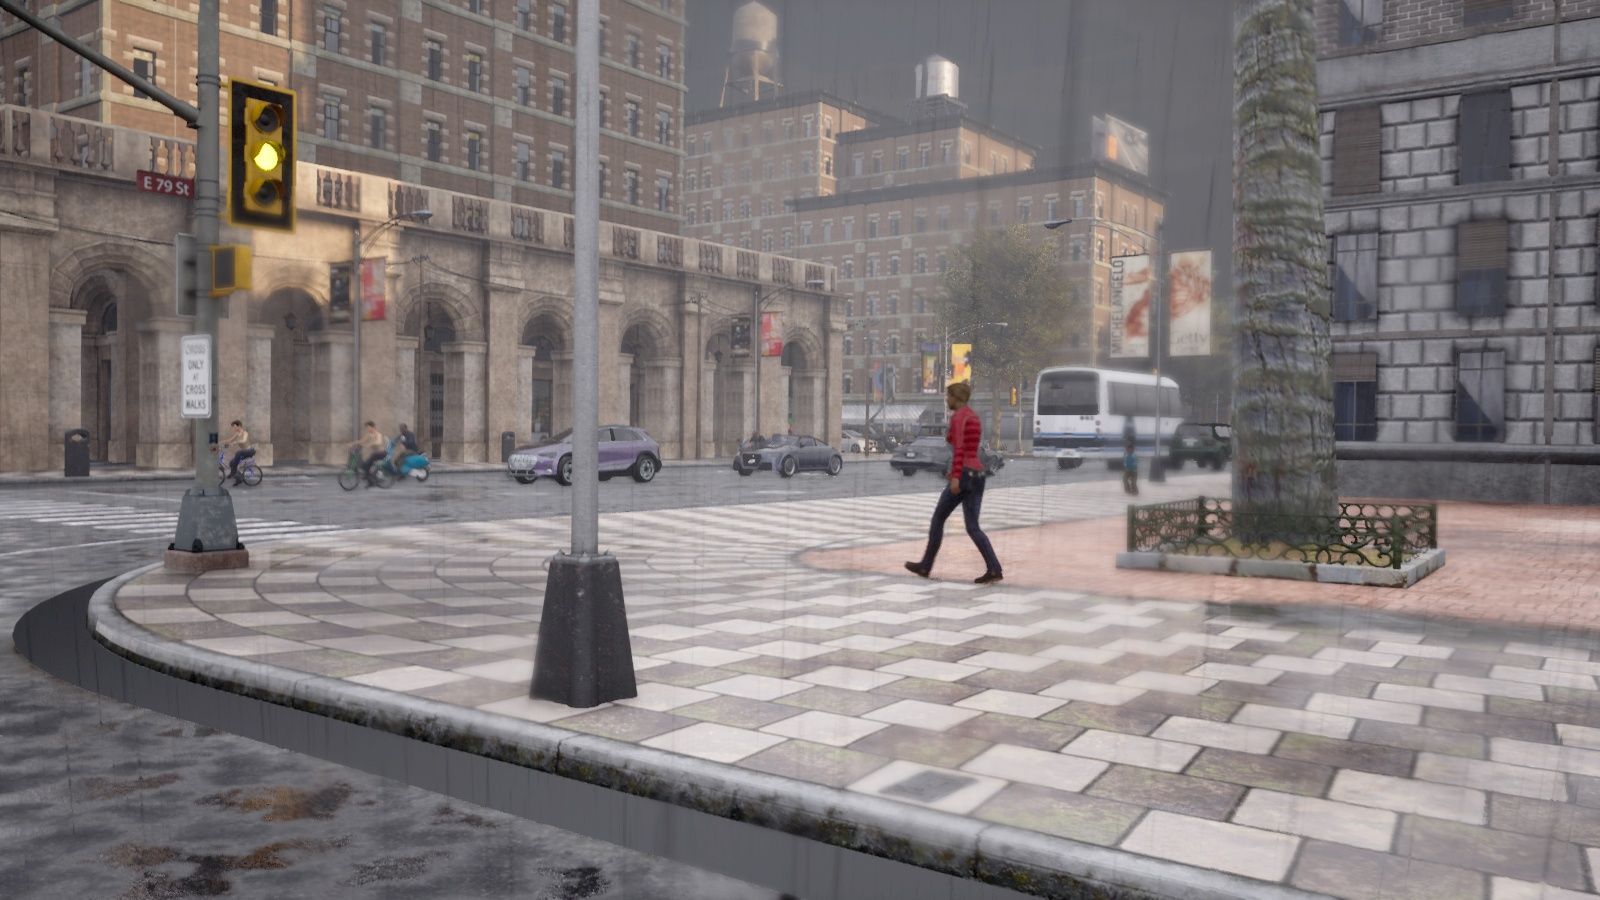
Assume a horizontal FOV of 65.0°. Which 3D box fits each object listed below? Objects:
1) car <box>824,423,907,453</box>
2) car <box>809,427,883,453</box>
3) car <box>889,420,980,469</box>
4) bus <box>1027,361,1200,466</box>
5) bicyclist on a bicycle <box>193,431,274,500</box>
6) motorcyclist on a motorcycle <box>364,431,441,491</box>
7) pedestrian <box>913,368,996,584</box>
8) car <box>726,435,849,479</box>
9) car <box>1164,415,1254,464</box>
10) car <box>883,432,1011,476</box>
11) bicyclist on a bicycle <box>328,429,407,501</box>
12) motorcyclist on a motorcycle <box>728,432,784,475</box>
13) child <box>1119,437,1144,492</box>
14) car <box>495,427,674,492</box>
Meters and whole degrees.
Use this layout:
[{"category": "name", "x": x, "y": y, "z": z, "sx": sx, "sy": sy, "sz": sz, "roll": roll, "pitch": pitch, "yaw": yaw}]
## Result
[{"category": "car", "x": 4.615, "y": -0.863, "z": 88.762, "sx": 5.566, "sy": 2.045, "sz": 2.150, "roll": 0, "pitch": 1, "yaw": 36}, {"category": "car", "x": 3.130, "y": -0.679, "z": 85.537, "sx": 4.611, "sy": 1.667, "sz": 2.242, "roll": 0, "pitch": 1, "yaw": 37}, {"category": "car", "x": 5.406, "y": -0.236, "z": 50.057, "sx": 1.905, "sy": 1.878, "sz": 3.866, "roll": 0, "pitch": 1, "yaw": 36}, {"category": "bus", "x": 14.270, "y": -1.570, "z": 56.256, "sx": 3.944, "sy": 4.253, "sz": 10.273, "roll": 0, "pitch": 1, "yaw": 36}, {"category": "bicyclist on a bicycle", "x": -13.623, "y": 0.345, "z": 30.216, "sx": 0.866, "sy": 1.612, "sz": 1.509, "roll": 0, "pitch": 1, "yaw": 37}, {"category": "motorcyclist on a motorcycle", "x": -10.788, "y": 0.282, "z": 34.152, "sx": 0.866, "sy": 1.590, "sz": 1.817, "roll": 0, "pitch": 1, "yaw": 37}, {"category": "pedestrian", "x": 1.360, "y": 0.218, "z": 11.064, "sx": 0.636, "sy": 1.846, "sz": 0.331, "roll": 0, "pitch": 1, "yaw": 36}, {"category": "car", "x": -0.363, "y": 0.191, "z": 42.291, "sx": 1.994, "sy": 1.385, "sz": 4.181, "roll": 0, "pitch": 1, "yaw": 37}, {"category": "car", "x": 18.195, "y": -0.498, "z": 55.704, "sx": 2.150, "sy": 2.045, "sz": 5.566, "roll": 0, "pitch": 1, "yaw": 36}, {"category": "car", "x": 5.227, "y": 0.105, "z": 43.932, "sx": 2.033, "sy": 1.411, "sz": 5.357, "roll": 0, "pitch": 1, "yaw": 37}, {"category": "bicyclist on a bicycle", "x": -10.068, "y": 0.329, "z": 29.277, "sx": 0.866, "sy": 1.612, "sz": 1.509, "roll": 0, "pitch": 1, "yaw": 37}, {"category": "motorcyclist on a motorcycle", "x": -1.622, "y": 0.112, "z": 46.460, "sx": 0.866, "sy": 1.530, "sz": 2.191, "roll": 0, "pitch": 1, "yaw": 37}, {"category": "child", "x": 7.257, "y": 0.314, "z": 27.509, "sx": 0.343, "sy": 1.192, "sz": 0.448, "roll": 0, "pitch": 1, "yaw": 43}, {"category": "car", "x": -5.890, "y": 0.208, "z": 34.889, "sx": 2.033, "sy": 1.649, "sz": 4.856, "roll": 0, "pitch": 1, "yaw": 36}]
